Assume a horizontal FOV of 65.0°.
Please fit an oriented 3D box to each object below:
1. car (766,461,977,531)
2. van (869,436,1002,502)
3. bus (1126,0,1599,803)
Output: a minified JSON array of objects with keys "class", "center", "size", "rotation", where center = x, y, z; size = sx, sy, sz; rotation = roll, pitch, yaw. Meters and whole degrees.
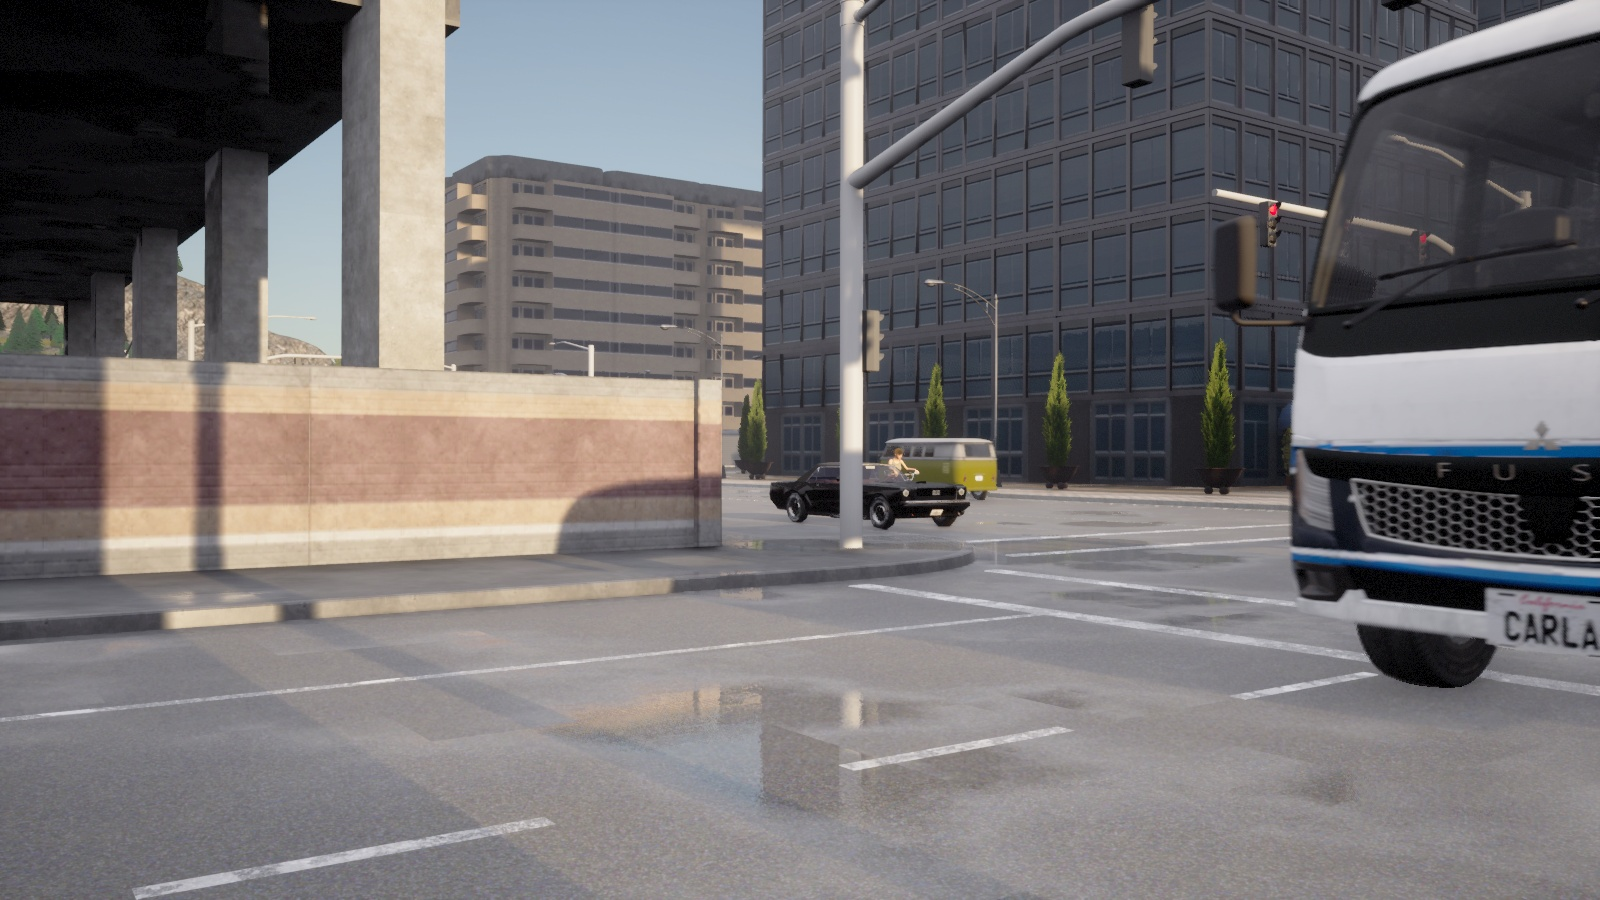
[{"class":"car","center":[1.379,0.907,26.381],"size":[1.895,1.301,4.718],"rotation":[0,0,-35]},{"class":"van","center":[4.291,0.587,40.435],"size":[1.775,1.987,4.442],"rotation":[0,0,-35]},{"class":"bus","center":[7.236,-0.625,8.805],"size":[10.273,4.253,3.944],"rotation":[0,0,-36]}]
